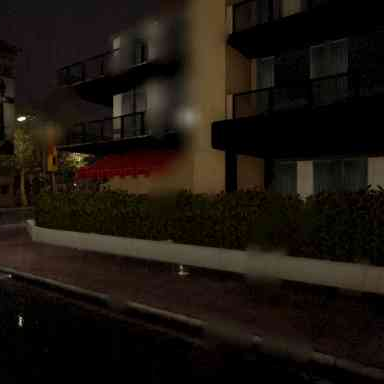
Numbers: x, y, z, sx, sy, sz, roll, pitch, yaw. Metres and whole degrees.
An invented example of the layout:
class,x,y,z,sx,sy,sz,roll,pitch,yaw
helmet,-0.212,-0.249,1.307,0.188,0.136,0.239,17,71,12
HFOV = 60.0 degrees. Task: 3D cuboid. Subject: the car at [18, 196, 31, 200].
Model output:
class,x,y,z,sx,sy,sz,roll,pitch,yaw
car,-35.664,1.480,67.686,4.892,1.521,2.231,0,0,36
